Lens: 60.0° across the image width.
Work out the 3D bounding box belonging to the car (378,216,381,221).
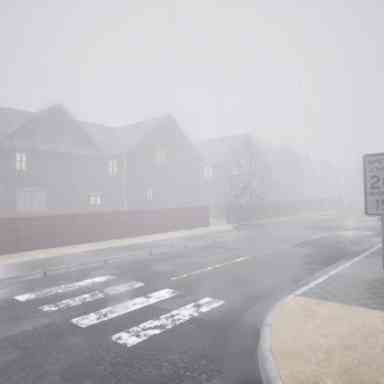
[{"bbox_3d":[15.368,1.357,24.934,1.882,1.535,5.008,-2,-1,41],"label":"car"}]
